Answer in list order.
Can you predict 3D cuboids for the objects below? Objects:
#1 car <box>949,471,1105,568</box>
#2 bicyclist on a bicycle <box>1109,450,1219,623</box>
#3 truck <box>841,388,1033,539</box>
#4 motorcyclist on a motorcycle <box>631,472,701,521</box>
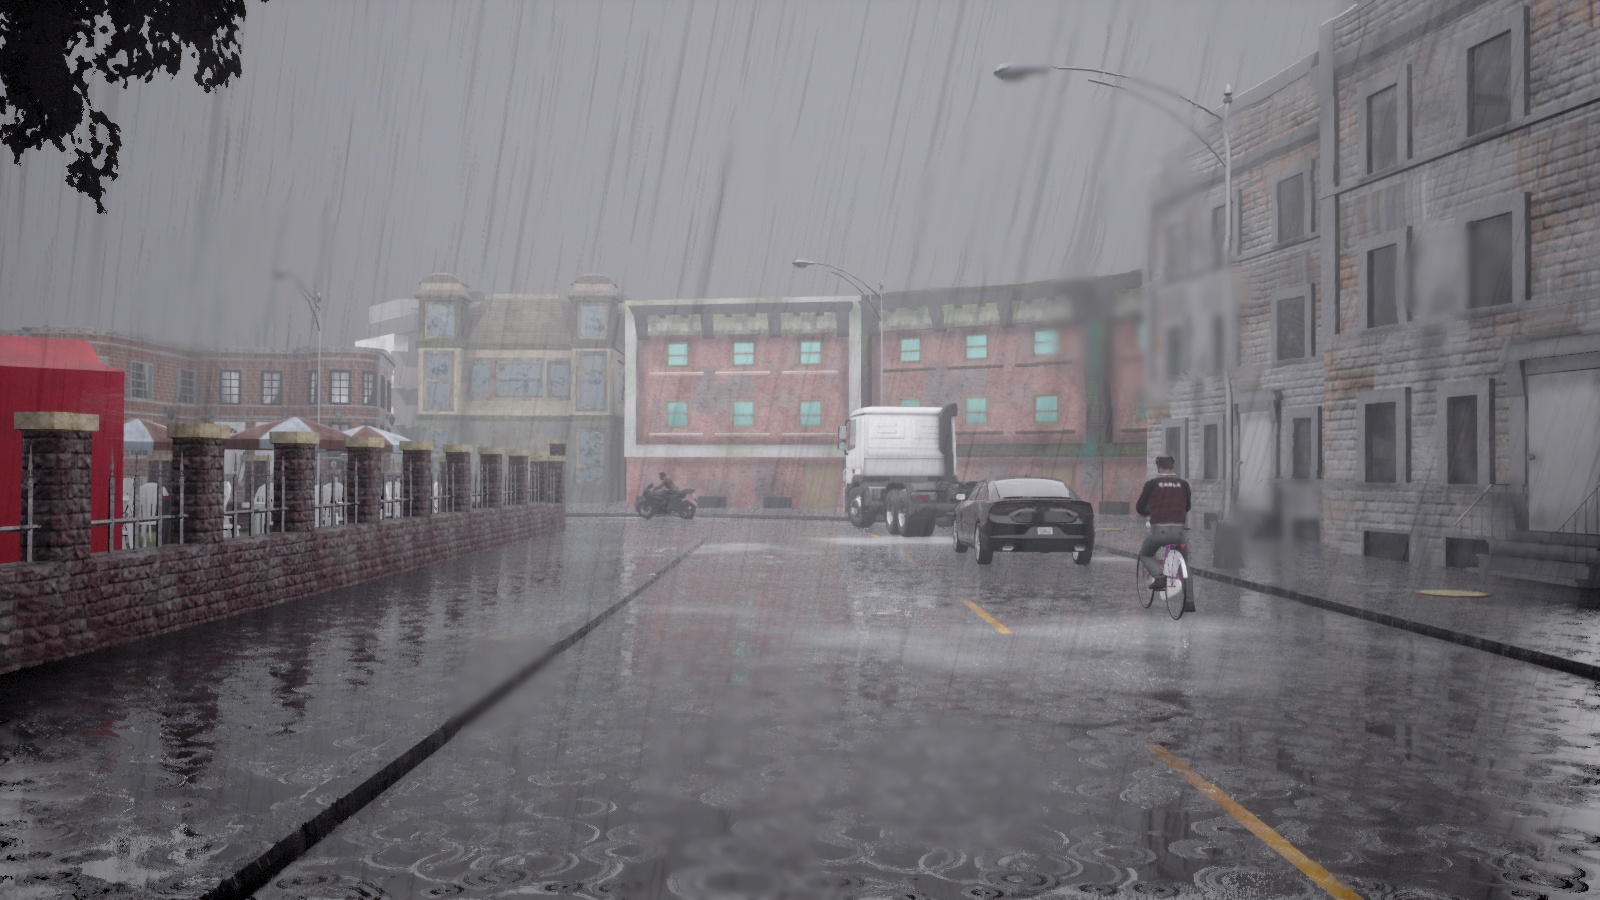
[{"bbox_3d":[3.937,1.156,22.649,1.882,1.535,5.008,0,-1,0],"label":"car"},{"bbox_3d":[3.961,0.901,13.814,0.659,1.776,1.843,0,-1,0],"label":"bicyclist on a bicycle"},{"bbox_3d":[3.311,0.372,32.900,2.891,3.462,7.936,0,-1,-10],"label":"truck"},{"bbox_3d":[-4.235,1.482,39.799,2.044,1.523,0.797,-1,-1,17],"label":"motorcyclist on a motorcycle"}]
